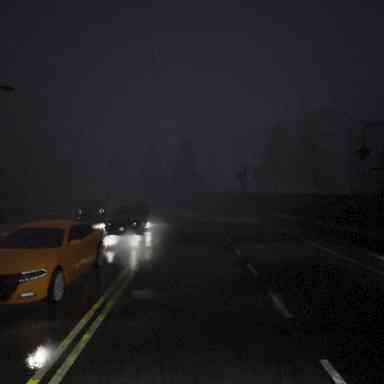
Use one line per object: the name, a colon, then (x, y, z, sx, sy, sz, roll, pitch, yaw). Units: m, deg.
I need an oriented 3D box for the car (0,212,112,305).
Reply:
car: (-3.622, 1.476, 8.345, 1.882, 1.535, 5.008, 0, 0, 0)

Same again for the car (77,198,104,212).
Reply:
car: (-7.837, 1.409, 26.321, 2.097, 1.767, 4.553, 0, 0, -12)

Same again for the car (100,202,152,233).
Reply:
car: (-3.761, 1.543, 19.956, 2.033, 1.411, 5.357, 0, 0, -2)
